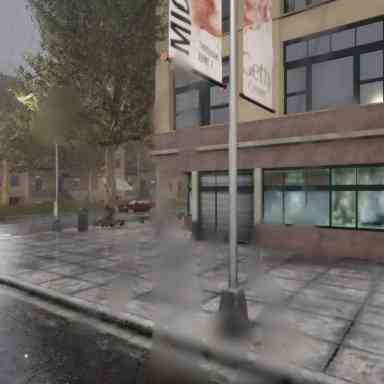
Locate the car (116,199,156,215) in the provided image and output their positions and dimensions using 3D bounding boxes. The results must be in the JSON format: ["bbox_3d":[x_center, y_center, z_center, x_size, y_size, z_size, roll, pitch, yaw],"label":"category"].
[{"bbox_3d":[-5.867,1.477,34.820,1.882,1.535,5.008,0,0,36],"label":"car"}]
